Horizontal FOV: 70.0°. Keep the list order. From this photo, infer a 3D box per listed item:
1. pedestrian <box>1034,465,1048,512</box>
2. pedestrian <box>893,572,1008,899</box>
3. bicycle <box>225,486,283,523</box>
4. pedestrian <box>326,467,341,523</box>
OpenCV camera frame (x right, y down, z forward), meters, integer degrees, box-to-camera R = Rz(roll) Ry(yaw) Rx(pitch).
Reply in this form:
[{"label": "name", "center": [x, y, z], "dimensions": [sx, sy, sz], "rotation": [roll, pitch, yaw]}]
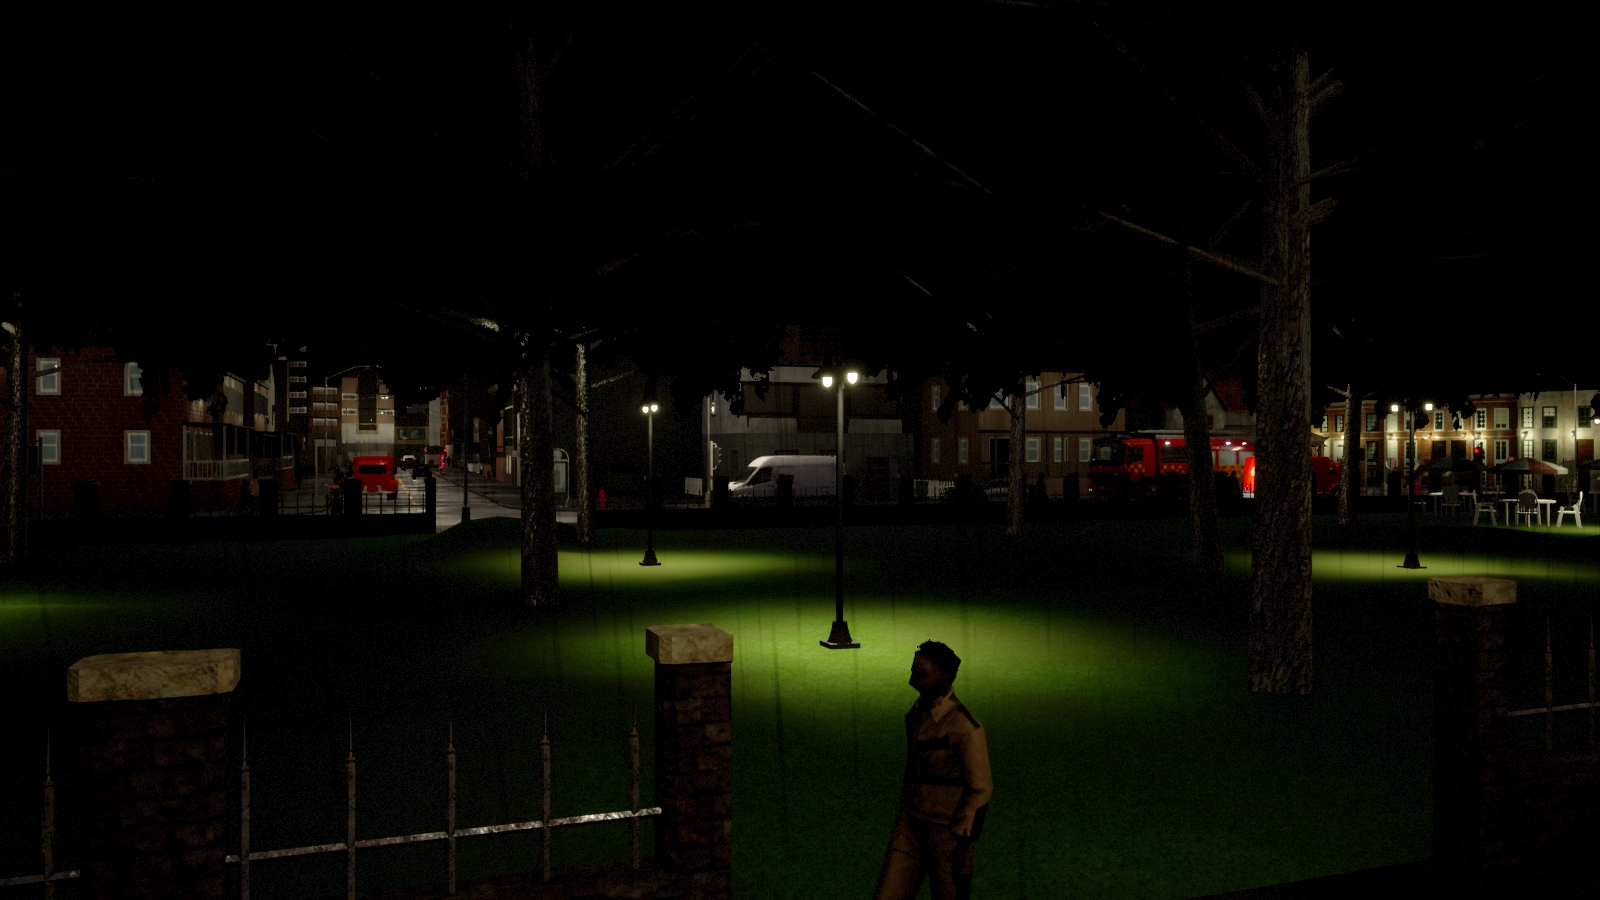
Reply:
[{"label": "pedestrian", "center": [9.631, 1.525, 45.642], "dimensions": [0.375, 1.860, 0.375], "rotation": [0, 0, -21]}, {"label": "pedestrian", "center": [0.696, 1.525, 5.296], "dimensions": [0.375, 1.860, 0.375], "rotation": [0, 0, -41]}, {"label": "bicycle", "center": [-19.421, 1.940, 40.687], "dimensions": [1.835, 1.271, 0.329], "rotation": [0, 0, -20]}, {"label": "pedestrian", "center": [-15.855, 1.525, 38.840], "dimensions": [0.375, 1.860, 0.375], "rotation": [0, 0, -2]}]
